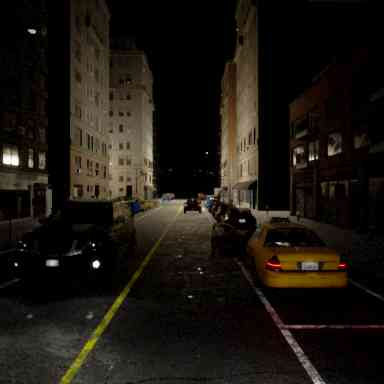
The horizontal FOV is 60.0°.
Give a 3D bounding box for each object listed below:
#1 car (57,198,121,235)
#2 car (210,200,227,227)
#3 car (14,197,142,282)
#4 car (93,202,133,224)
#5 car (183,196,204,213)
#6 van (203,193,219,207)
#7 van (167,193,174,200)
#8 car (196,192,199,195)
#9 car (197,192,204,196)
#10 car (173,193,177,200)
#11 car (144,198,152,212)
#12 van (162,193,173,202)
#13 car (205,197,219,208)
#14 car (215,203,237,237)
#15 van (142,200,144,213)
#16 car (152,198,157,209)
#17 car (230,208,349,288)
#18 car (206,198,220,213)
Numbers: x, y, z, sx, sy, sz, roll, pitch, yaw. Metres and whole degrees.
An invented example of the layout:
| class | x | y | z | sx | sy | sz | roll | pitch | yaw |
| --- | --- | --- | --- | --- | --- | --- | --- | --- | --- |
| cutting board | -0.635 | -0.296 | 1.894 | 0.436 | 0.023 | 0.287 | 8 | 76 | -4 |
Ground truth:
| class | x | y | z | sx | sy | sz | roll | pitch | yaw |
| --- | --- | --- | --- | --- | --- | --- | --- | --- | --- |
| car | -5.857 | 1.314 | 19.686 | 2.192 | 1.841 | 5.009 | 0 | 0 | 0 |
| car | 2.668 | 1.564 | 25.366 | 1.947 | 1.339 | 4.313 | 0 | 0 | 0 |
| car | -3.102 | 1.221 | 10.149 | 2.150 | 2.045 | 5.566 | 0 | 0 | 0 |
| car | -5.857 | 1.549 | 25.353 | 2.008 | 1.369 | 4.403 | 0 | 0 | 0 |
| car | 0.072 | 1.521 | 36.114 | 1.812 | 1.442 | 4.674 | 0 | 0 | 0 |
| van | 2.670 | 1.331 | 42.375 | 1.690 | 1.788 | 3.998 | 0 | 0 | 0 |
| van | -5.853 | 1.265 | 91.980 | 1.690 | 1.788 | 3.998 | 0 | 0 | 0 |
| car | 2.672 | 1.249 | 86.410 | 2.192 | 1.841 | 5.009 | 0 | 0 | 0 |
| car | 2.671 | 1.391 | 75.240 | 1.967 | 1.590 | 4.097 | 0 | 0 | 0 |
| car | -5.854 | 1.249 | 86.395 | 2.192 | 1.841 | 5.009 | 0 | 0 | 0 |
| car | -5.856 | 1.520 | 36.521 | 1.752 | 1.417 | 4.829 | 0 | 0 | 0 |
| van | -5.854 | 1.292 | 75.223 | 1.690 | 1.788 | 3.998 | 0 | 0 | 0 |
| car | 2.669 | 1.577 | 36.705 | 1.802 | 1.307 | 4.206 | 0 | 0 | 0 |
| car | 2.668 | 1.565 | 19.697 | 1.947 | 1.339 | 4.313 | 0 | 0 | 0 |
| van | -5.857 | 1.339 | 31.021 | 1.690 | 1.788 | 3.998 | 0 | 0 | 0 |
| car | -5.856 | 1.515 | 42.190 | 1.752 | 1.417 | 4.829 | 0 | 0 | 0 |
| car | 2.351 | 1.456 | 9.190 | 1.801 | 1.575 | 5.366 | 0 | 0 | 0 |
| car | 2.669 | 1.549 | 31.035 | 2.008 | 1.369 | 4.403 | 0 | 0 | 0 |
